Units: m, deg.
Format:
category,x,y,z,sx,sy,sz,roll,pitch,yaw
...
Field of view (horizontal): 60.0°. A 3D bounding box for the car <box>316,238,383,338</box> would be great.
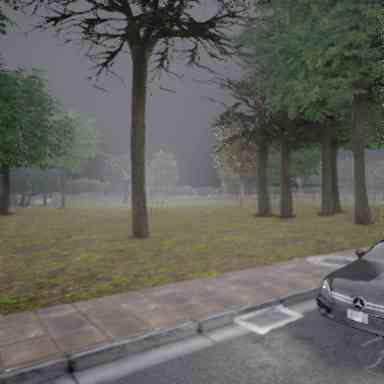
category,x,y,z,sx,sy,sz,roll,pitch,yaw
car,4.255,1.514,6.115,4.674,1.442,1.812,0,0,-36
